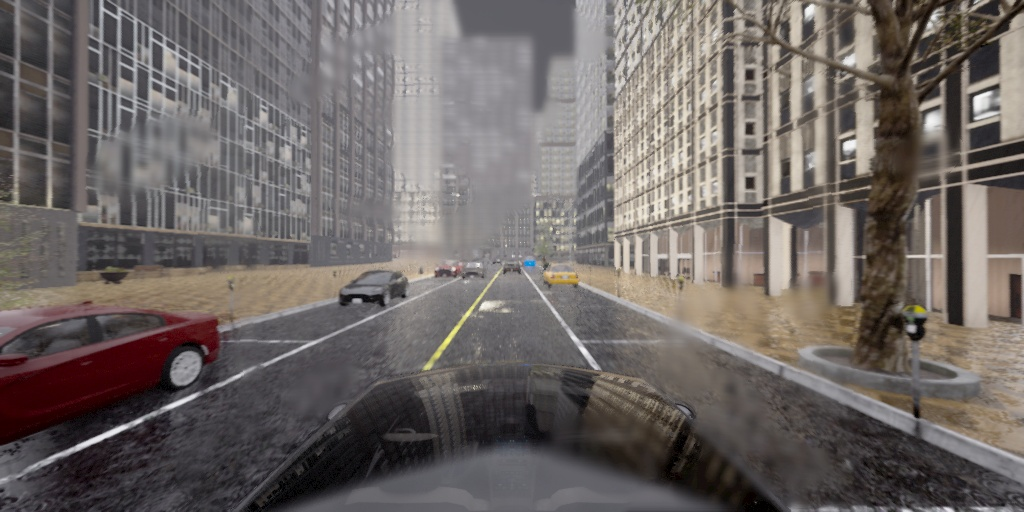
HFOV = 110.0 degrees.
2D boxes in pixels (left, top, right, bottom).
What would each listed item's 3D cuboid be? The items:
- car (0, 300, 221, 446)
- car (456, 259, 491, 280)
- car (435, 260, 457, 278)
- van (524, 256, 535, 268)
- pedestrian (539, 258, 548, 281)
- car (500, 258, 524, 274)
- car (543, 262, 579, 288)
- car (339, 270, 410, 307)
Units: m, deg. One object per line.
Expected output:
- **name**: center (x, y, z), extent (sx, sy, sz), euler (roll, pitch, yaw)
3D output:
- **car**: center (-5.689, 1.288, 4.059), extent (1.888, 1.381, 4.507), euler (0, 0, 0)
- **car**: center (-3.091, 1.210, 30.445), extent (2.033, 1.411, 5.357), euler (0, 0, 0)
- **car**: center (-5.696, 1.096, 32.272), extent (1.967, 1.591, 4.097), euler (0, 0, 0)
- **van**: center (2.681, 0.926, 54.839), extent (1.690, 1.789, 3.998), euler (0, 0, 0)
- **pedestrian**: center (2.323, 0.971, 25.795), extent (0.375, 1.860, 0.375), euler (1, 0, 0)
- **car**: center (0.014, 1.143, 38.317), extent (1.837, 1.490, 4.892), euler (0, 0, 0)
- **car**: center (2.995, 1.142, 22.794), extent (1.801, 1.575, 5.366), euler (0, 0, 0)
- **car**: center (-5.692, 1.275, 15.344), extent (1.948, 1.339, 4.313), euler (0, 0, 0)
